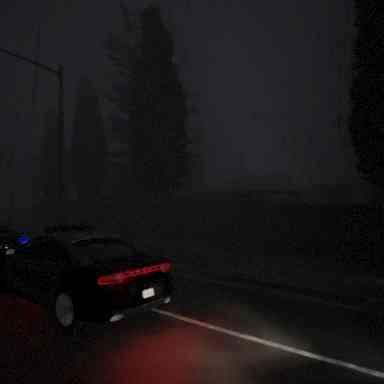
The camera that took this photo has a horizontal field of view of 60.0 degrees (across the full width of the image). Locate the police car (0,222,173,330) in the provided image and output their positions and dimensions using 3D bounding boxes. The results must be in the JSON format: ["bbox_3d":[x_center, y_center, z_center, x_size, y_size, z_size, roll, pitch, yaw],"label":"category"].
[{"bbox_3d":[-2.743,1.523,7.284,5.238,1.638,1.930,0,-1,39],"label":"police car"}]
